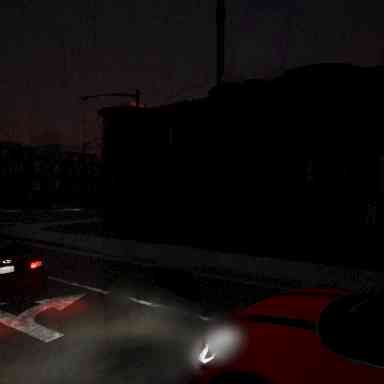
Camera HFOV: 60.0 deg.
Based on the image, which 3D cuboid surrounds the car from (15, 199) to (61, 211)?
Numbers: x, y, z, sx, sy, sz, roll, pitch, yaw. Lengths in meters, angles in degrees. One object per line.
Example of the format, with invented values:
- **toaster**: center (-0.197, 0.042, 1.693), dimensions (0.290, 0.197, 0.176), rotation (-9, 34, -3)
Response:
- **car**: center (-19.330, 1.547, 42.058), dimensions (2.033, 1.411, 5.357), rotation (0, 0, 36)

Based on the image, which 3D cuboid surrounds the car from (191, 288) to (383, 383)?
- **car**: center (2.183, 1.352, 2.440), dimensions (4.553, 1.767, 2.097), rotation (0, 0, 36)

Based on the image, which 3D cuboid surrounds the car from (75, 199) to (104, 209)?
- **car**: center (-13.392, 1.563, 44.334), dimensions (1.994, 1.385, 4.181), rotation (0, 0, 36)

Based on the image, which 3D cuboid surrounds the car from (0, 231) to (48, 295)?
- **car**: center (-5.566, 1.547, 7.940), dimensions (5.357, 1.411, 2.033), rotation (0, 0, 38)
